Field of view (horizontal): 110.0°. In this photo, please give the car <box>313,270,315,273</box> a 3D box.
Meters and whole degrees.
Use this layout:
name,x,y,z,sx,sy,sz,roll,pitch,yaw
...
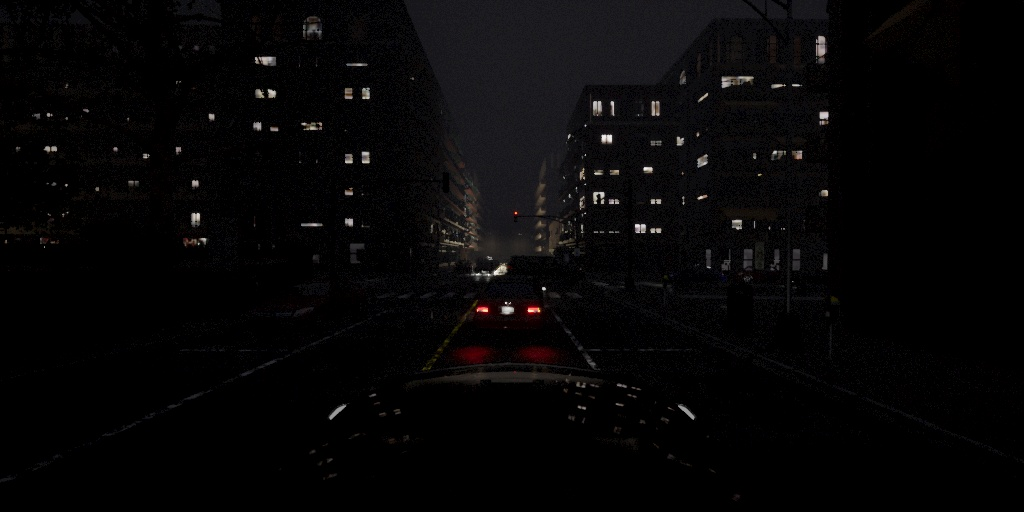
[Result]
name,x,y,z,sx,sy,sz,roll,pitch,yaw
car,-16.836,1.034,25.219,5.357,1.411,2.033,1,0,-1

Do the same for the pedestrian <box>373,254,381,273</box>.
name,x,y,z,sx,sy,sz,roll,pitch,yaw
pedestrian,-12.812,0.652,34.013,0.375,1.860,0.375,0,-1,-1

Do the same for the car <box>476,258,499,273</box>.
name,x,y,z,sx,sy,sz,roll,pitch,yaw
car,-3.197,1.296,43.320,2.033,1.411,5.357,0,0,4

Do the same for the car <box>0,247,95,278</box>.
name,x,y,z,sx,sy,sz,roll,pitch,yaw
car,-33.132,0.420,24.973,5.566,2.045,2.150,1,0,-1

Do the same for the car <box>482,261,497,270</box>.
name,x,y,z,sx,sy,sz,roll,pitch,yaw
car,-3.239,1.349,53.271,1.895,1.301,4.718,0,0,0

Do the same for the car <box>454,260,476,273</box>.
name,x,y,z,sx,sy,sz,roll,pitch,yaw
car,-5.817,1.188,43.042,1.967,1.591,4.097,0,0,0

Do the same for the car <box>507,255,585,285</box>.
name,x,y,z,sx,sy,sz,roll,pitch,yaw
car,2.319,0.970,25.522,5.566,2.045,2.150,0,0,-1

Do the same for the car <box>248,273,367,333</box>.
name,x,y,z,sx,sy,sz,roll,pitch,yaw
car,-5.715,1.331,10.632,1.802,1.307,4.207,0,0,0

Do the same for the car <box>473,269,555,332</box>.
name,x,y,z,sx,sy,sz,roll,pitch,yaw
car,0.050,1.297,10.846,2.033,1.411,5.357,0,0,3

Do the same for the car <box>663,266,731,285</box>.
name,x,y,z,sx,sy,sz,roll,pitch,yaw
car,14.594,1.552,28.899,4.674,1.442,1.812,1,0,-1

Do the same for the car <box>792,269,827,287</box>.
name,x,y,z,sx,sy,sz,roll,pitch,yaw
car,24.901,1.809,29.057,4.718,1.301,1.895,1,0,-1

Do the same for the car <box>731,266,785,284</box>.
name,x,y,z,sx,sy,sz,roll,pitch,yaw
car,21.289,1.570,31.564,4.097,1.591,1.967,0,0,-1
